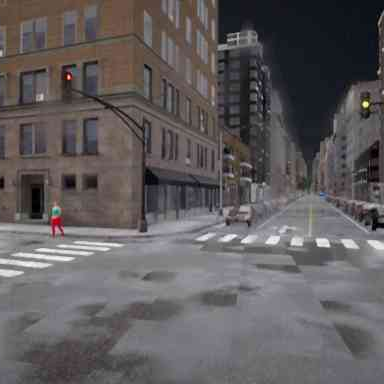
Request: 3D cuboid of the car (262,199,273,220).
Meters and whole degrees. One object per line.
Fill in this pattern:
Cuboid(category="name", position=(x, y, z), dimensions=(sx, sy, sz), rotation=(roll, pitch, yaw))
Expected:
Cuboid(category="car", position=(5.384, 1.543, 28.064), dimensions=(1.947, 1.339, 4.313), rotation=(1, 0, 20))

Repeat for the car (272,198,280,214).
Cuboid(category="car", position=(7.255, 1.523, 33.267), dimensions=(2.008, 1.369, 4.403), rotation=(1, 0, 20))

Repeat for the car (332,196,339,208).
Cuboid(category="car", position=(20.893, 1.525, 46.003), dimensions=(1.947, 1.339, 4.313), rotation=(1, 0, 20))

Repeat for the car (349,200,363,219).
Cuboid(category="car", position=(13.409, 1.524, 25.184), dimensions=(1.887, 1.381, 4.507), rotation=(1, 0, 20))

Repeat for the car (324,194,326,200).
Cuboid(category="car", position=(30.249, 1.511, 72.026), dimensions=(1.802, 1.307, 4.206), rotation=(1, 0, 20))

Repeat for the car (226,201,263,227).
Cuboid(category="car", position=(3.513, 1.564, 22.860), dimensions=(1.802, 1.307, 4.206), rotation=(1, 0, 20))

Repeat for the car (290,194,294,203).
Cuboid(category="car", position=(16.608, 1.512, 59.283), dimensions=(1.947, 1.339, 4.313), rotation=(1, 0, 20))

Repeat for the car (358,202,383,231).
Cuboid(category="car", position=(11.537, 1.550, 19.980), dimensions=(1.947, 1.339, 4.313), rotation=(1, 0, 20))

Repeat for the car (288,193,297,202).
Cuboid(category="car", position=(20.350, 1.499, 69.689), dimensions=(1.947, 1.339, 4.313), rotation=(1, 0, 20))

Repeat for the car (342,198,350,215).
Cuboid(category="car", position=(15.279, 1.525, 30.389), dimensions=(2.008, 1.369, 4.403), rotation=(1, 0, 20))

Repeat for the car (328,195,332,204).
Cuboid(category="car", position=(24.635, 1.498, 56.412), dimensions=(2.008, 1.369, 4.403), rotation=(1, 0, 20))

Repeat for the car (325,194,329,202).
Cuboid(category="car", position=(28.378, 1.501, 66.821), dimensions=(1.947, 1.339, 4.313), rotation=(1, 0, 20))

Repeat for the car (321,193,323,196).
Cuboid(category="car", position=(35.863, 1.353, 87.638), dimensions=(1.967, 1.590, 4.097), rotation=(1, 0, 20))

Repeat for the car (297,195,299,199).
Cuboid(category="car", position=(22.222, 1.242, 74.892), dimensions=(2.192, 1.841, 5.009), rotation=(1, 0, 20))

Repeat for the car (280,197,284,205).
Cuboid(category="car", position=(9.125, 1.512, 38.470), dimensions=(1.887, 1.381, 4.507), rotation=(1, 0, 20))

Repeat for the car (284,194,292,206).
Cuboid(category="car", position=(14.680, 1.477, 53.920), dimensions=(1.752, 1.417, 4.829), rotation=(1, 0, 20))

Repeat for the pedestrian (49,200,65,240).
Cuboid(category="pedestrian", position=(-6.290, 1.264, 15.422), dimensions=(0.375, 1.860, 0.375), rotation=(0, -1, 19))

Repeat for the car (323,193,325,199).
Cuboid(category="car", position=(32.120, 1.489, 77.230), dimensions=(1.947, 1.339, 4.313), rotation=(1, 0, 20))

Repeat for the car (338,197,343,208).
Cuboid(category="car", position=(17.151, 1.514, 35.593), dimensions=(1.887, 1.381, 4.507), rotation=(1, 0, 20))
